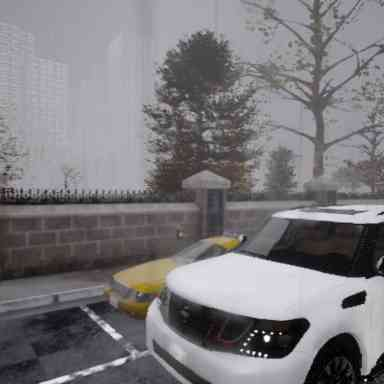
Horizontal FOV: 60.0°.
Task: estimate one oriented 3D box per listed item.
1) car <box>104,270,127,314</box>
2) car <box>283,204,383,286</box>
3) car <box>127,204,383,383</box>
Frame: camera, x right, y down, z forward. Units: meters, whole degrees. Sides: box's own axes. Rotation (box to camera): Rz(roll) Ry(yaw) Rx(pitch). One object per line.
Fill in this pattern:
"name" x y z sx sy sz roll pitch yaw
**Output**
"car" 0.646 1.544 7.014 4.829 1.417 1.752 0 0 -35
"car" 5.370 1.359 10.380 5.009 1.841 2.192 0 0 -35
"car" 2.122 1.240 4.865 5.566 2.045 2.150 0 0 -35
